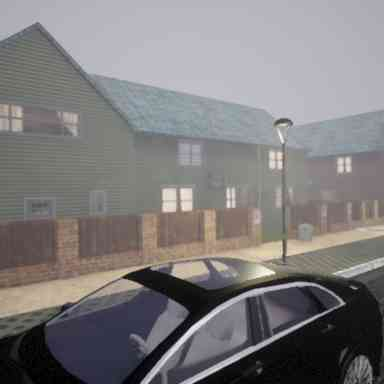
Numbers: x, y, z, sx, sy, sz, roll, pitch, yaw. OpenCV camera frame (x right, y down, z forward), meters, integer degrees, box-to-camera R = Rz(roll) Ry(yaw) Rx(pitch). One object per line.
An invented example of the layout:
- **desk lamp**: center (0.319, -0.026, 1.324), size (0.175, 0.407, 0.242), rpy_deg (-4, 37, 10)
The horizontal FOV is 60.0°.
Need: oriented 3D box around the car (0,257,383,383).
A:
- **car**: center (-0.086, 1.474, 3.006), size (4.902, 1.511, 2.128), rpy_deg (-1, 1, -38)
